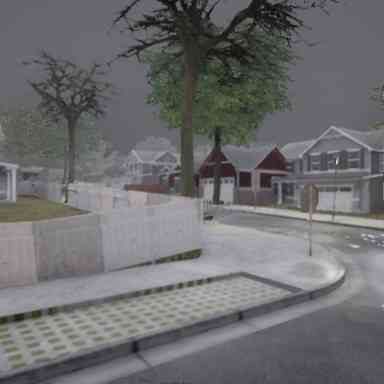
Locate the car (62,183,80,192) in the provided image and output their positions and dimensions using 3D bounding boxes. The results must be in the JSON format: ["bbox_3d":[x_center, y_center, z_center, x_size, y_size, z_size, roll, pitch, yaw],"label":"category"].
[{"bbox_3d":[-17.433,-0.512,47.454,1.812,1.442,4.674,1,2,-34],"label":"car"}]
